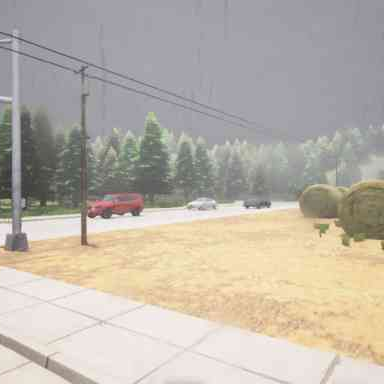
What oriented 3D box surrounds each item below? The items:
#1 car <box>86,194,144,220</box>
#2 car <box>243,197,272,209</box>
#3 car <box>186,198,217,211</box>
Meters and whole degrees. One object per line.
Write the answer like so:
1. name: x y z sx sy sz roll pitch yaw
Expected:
1. car: -6.669 1.196 28.896 2.150 2.045 5.566 0 1 37
2. car: 8.495 1.412 43.100 2.033 1.411 5.357 0 0 37
3. car: 1.249 1.437 39.539 1.812 1.442 4.674 0 0 37
